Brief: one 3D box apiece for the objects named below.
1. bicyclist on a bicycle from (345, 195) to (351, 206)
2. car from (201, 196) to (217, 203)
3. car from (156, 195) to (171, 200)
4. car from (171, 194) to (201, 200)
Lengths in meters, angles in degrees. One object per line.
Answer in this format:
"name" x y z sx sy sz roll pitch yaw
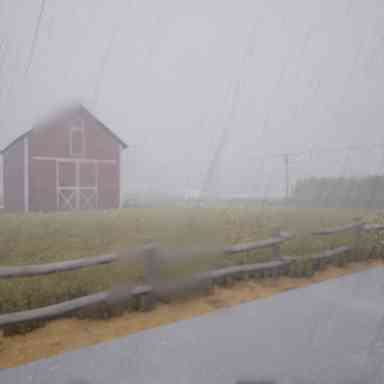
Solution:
"bicyclist on a bicycle" 18.301 1.167 38.829 1.656 1.620 0.582 -1 0 -35
"car" 2.243 1.299 55.993 1.994 1.385 4.181 -1 0 -34
"car" -4.581 1.286 64.722 5.357 1.411 2.033 0 0 33
"car" -1.031 1.112 54.941 2.097 1.767 4.553 -1 0 -34
